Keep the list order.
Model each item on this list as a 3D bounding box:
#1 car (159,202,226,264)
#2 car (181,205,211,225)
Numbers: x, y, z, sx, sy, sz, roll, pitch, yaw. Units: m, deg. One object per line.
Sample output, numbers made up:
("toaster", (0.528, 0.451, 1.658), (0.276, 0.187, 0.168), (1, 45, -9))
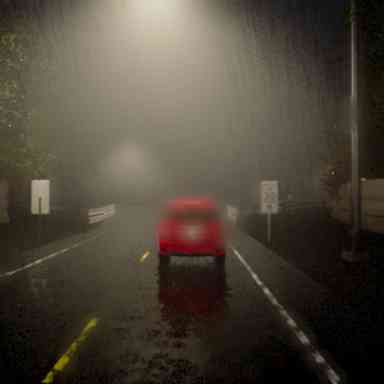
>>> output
("car", (0.017, 1.365, 12.581), (2.150, 2.045, 5.566), (0, 0, 0))
("car", (0.426, 1.877, 28.202), (1.994, 1.385, 4.181), (0, -1, 8))
